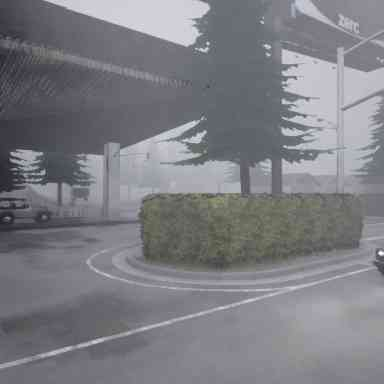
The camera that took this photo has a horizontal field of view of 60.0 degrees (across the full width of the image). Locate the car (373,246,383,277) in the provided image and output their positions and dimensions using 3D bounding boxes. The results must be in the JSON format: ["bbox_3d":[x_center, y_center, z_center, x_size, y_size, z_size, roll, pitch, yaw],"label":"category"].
[{"bbox_3d":[6.853,1.599,8.925,4.718,1.301,1.895,0,0,-36],"label":"car"}]

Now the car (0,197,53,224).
[{"bbox_3d":[-12.003,1.313,23.463,3.866,1.878,1.905,0,0,-36],"label":"car"}]
